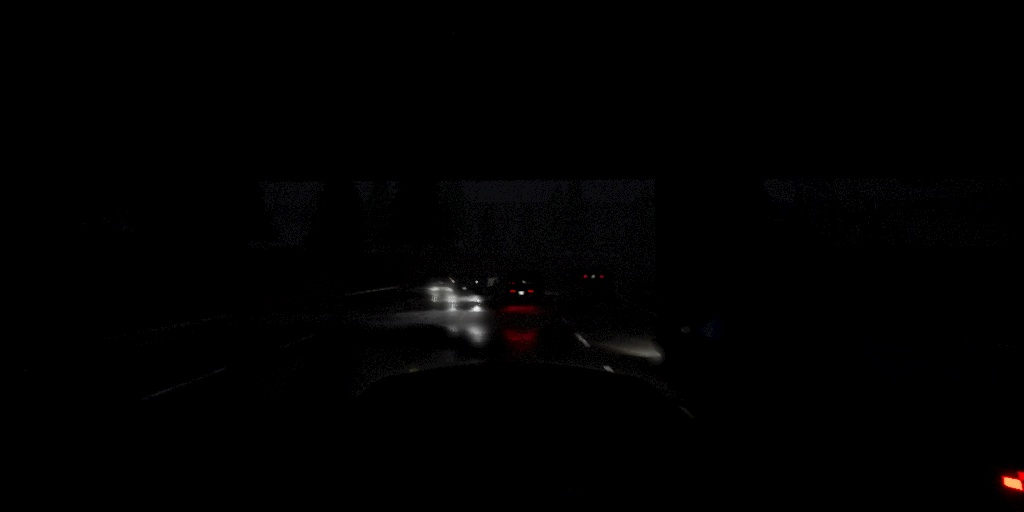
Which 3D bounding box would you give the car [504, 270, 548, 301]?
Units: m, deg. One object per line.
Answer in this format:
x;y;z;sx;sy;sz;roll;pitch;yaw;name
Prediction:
0.744;1.465;18.837;1.837;1.490;4.892;0;-1;7;car

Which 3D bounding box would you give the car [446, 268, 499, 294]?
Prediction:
-2.299;1.613;23.035;1.895;1.301;4.718;0;-1;12;car

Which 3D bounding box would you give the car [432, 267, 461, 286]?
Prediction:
-4.419;1.632;28.929;2.033;1.411;5.357;0;-1;17;car

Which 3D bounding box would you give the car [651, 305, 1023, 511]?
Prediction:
3.587;1.332;4.471;2.033;1.411;5.357;0;-1;0;car

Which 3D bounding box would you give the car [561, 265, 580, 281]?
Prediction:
6.648;1.640;35.235;1.882;1.535;5.008;-1;-1;36;car

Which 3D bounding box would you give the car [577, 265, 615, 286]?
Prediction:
7.191;1.639;29.462;2.033;1.411;5.357;0;-1;24;car
